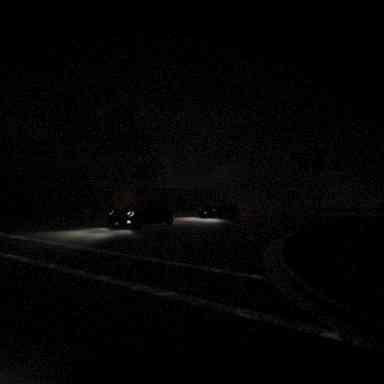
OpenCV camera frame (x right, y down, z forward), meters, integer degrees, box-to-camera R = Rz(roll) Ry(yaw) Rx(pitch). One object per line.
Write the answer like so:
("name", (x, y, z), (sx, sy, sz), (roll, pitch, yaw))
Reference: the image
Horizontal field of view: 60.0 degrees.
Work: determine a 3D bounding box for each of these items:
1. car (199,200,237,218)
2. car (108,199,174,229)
("car", (2.411, 1.440, 29.547), (1.812, 1.442, 4.674), (0, 0, 34))
("car", (-3.169, 1.269, 21.269), (2.097, 1.767, 4.553), (0, 0, 34))
